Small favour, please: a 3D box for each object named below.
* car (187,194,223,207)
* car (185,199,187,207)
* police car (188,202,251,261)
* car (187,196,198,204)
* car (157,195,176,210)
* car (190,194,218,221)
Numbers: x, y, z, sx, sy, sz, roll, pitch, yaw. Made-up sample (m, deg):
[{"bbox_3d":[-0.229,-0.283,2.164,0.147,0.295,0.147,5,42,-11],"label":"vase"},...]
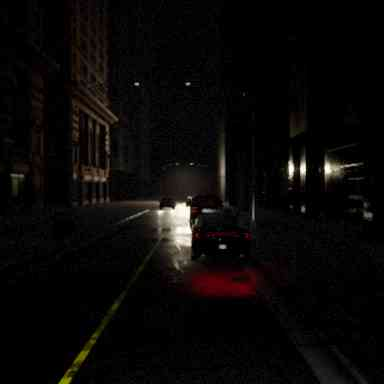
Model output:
[{"bbox_3d":[0.913,1.195,22.296,2.150,2.045,5.566,0,0,0],"label":"car"},{"bbox_3d":[0.033,1.434,48.795,2.128,1.511,4.902,0,0,0],"label":"car"},{"bbox_3d":[0.907,1.405,12.376,1.930,1.638,5.238,0,0,0],"label":"police car"},{"bbox_3d":[0.035,1.467,63.369,2.033,1.411,5.357,0,0,0],"label":"car"},{"bbox_3d":[-3.065,1.456,41.794,1.837,1.490,4.892,0,0,0],"label":"car"},{"bbox_3d":[0.916,1.189,28.296,2.150,2.045,5.566,0,0,0],"label":"car"}]
